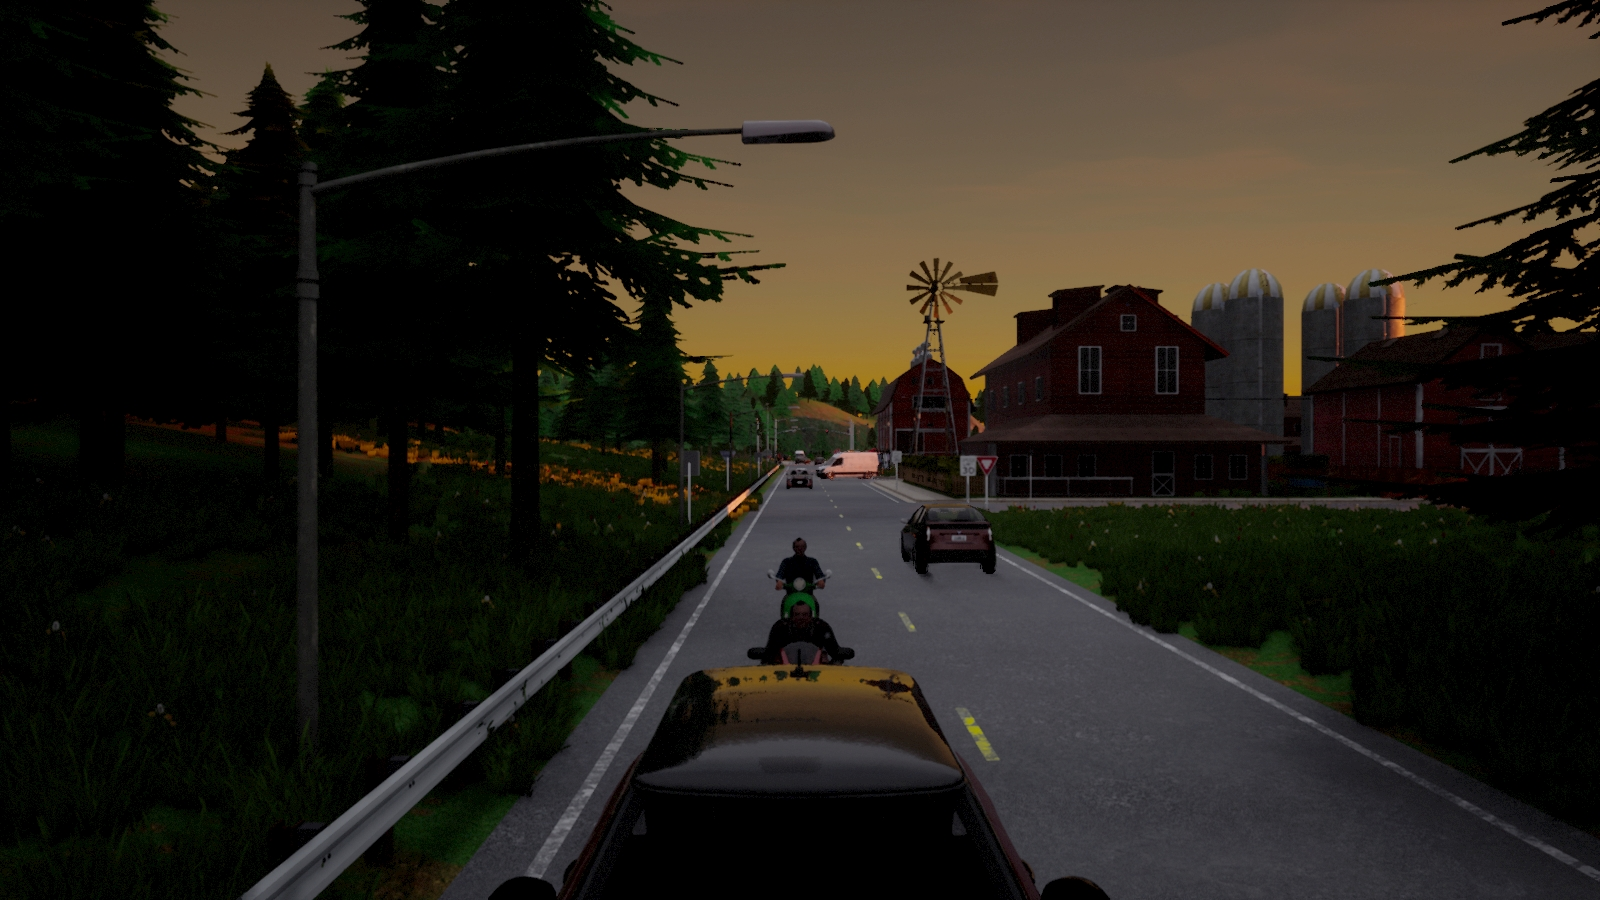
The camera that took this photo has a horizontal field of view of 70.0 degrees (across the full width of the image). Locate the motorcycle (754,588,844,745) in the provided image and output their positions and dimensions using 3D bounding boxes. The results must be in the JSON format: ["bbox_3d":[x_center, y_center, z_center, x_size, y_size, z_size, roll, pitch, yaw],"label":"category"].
[{"bbox_3d":[-0.006,2.200,12.033,0.867,1.251,2.209,0,0,0],"label":"motorcycle"}]

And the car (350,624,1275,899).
[{"bbox_3d":[0.028,1.903,4.418,2.097,1.767,4.553,0,0,0],"label":"car"}]

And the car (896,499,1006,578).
[{"bbox_3d":[3.487,2.028,27.186,2.007,1.525,4.514,0,0,0],"label":"car"}]

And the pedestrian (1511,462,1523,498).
[{"bbox_3d":[36.696,1.530,58.493,0.375,1.860,0.375,0,0,-9],"label":"pedestrian"}]
